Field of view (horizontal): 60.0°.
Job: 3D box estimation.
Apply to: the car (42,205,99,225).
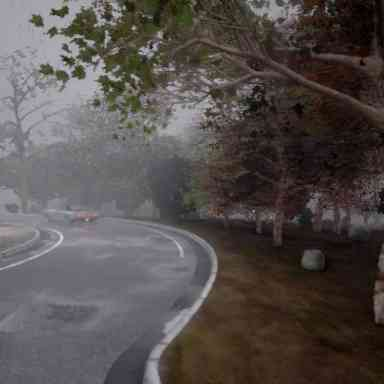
[{"bbox_3d":[-8.715,1.534,23.597,4.718,1.301,1.895,0,0,40],"label":"car"}]
